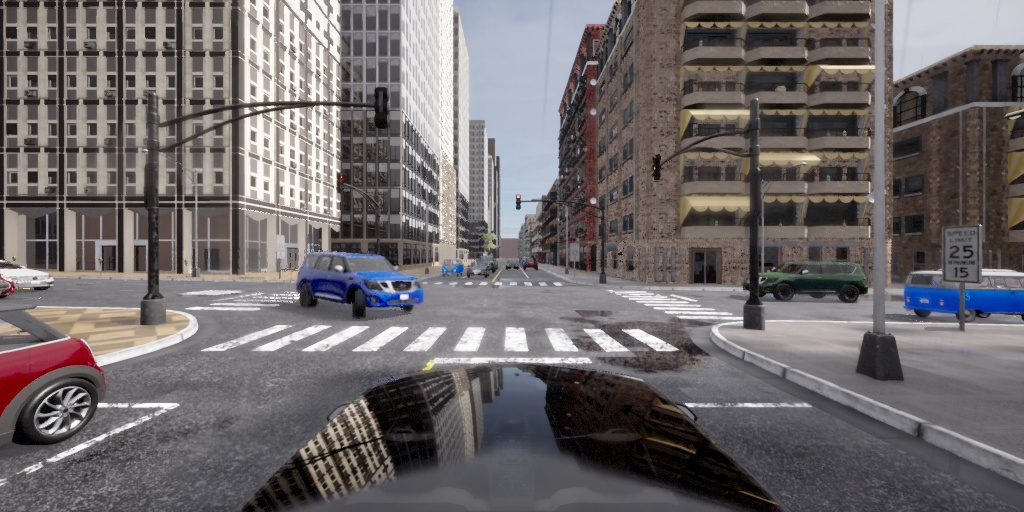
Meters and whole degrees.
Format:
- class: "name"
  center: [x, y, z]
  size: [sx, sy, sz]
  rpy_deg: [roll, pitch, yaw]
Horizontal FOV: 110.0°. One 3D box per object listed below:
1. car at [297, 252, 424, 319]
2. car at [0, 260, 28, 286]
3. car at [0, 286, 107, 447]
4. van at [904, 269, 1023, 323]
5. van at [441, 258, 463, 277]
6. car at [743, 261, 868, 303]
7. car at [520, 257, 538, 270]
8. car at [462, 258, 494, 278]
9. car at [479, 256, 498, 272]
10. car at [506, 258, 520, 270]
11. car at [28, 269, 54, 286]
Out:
- class: "car"
  center: [-5.593, 0.903, 12.920]
  size: [5.566, 2.045, 2.150]
  rpy_deg: [1, -1, 36]
- class: "car"
  center: [-21.156, 0.818, 13.104]
  size: [4.097, 1.591, 1.967]
  rpy_deg: [0, 0, 0]
- class: "car"
  center: [-5.691, 1.190, 2.349]
  size: [1.967, 1.591, 4.097]
  rpy_deg: [0, 0, 0]
- class: "van"
  center: [16.904, 1.453, 13.083]
  size: [3.998, 1.789, 1.690]
  rpy_deg: [0, 0, 0]
- class: "van"
  center: [-5.715, 1.097, 34.823]
  size: [1.690, 1.789, 3.998]
  rpy_deg: [0, 0, 0]
- class: "car"
  center: [15.446, 1.297, 19.004]
  size: [5.566, 2.045, 2.150]
  rpy_deg: [1, 0, 0]
- class: "car"
  center: [2.652, 1.079, 51.483]
  size: [2.192, 1.841, 5.009]
  rpy_deg: [0, 0, 0]
- class: "car"
  center: [-3.126, 1.247, 33.957]
  size: [2.128, 1.511, 4.902]
  rpy_deg: [0, 0, 0]
- class: "car"
  center: [-3.131, 0.982, 43.850]
  size: [2.150, 2.045, 5.566]
  rpy_deg: [0, 0, 0]
- class: "car"
  center: [0.060, 1.367, 54.431]
  size: [1.895, 1.301, 4.718]
  rpy_deg: [0, 0, 0]
- class: "car"
  center: [-23.154, 0.861, 15.684]
  size: [4.674, 1.442, 1.812]
  rpy_deg: [1, 0, 0]
